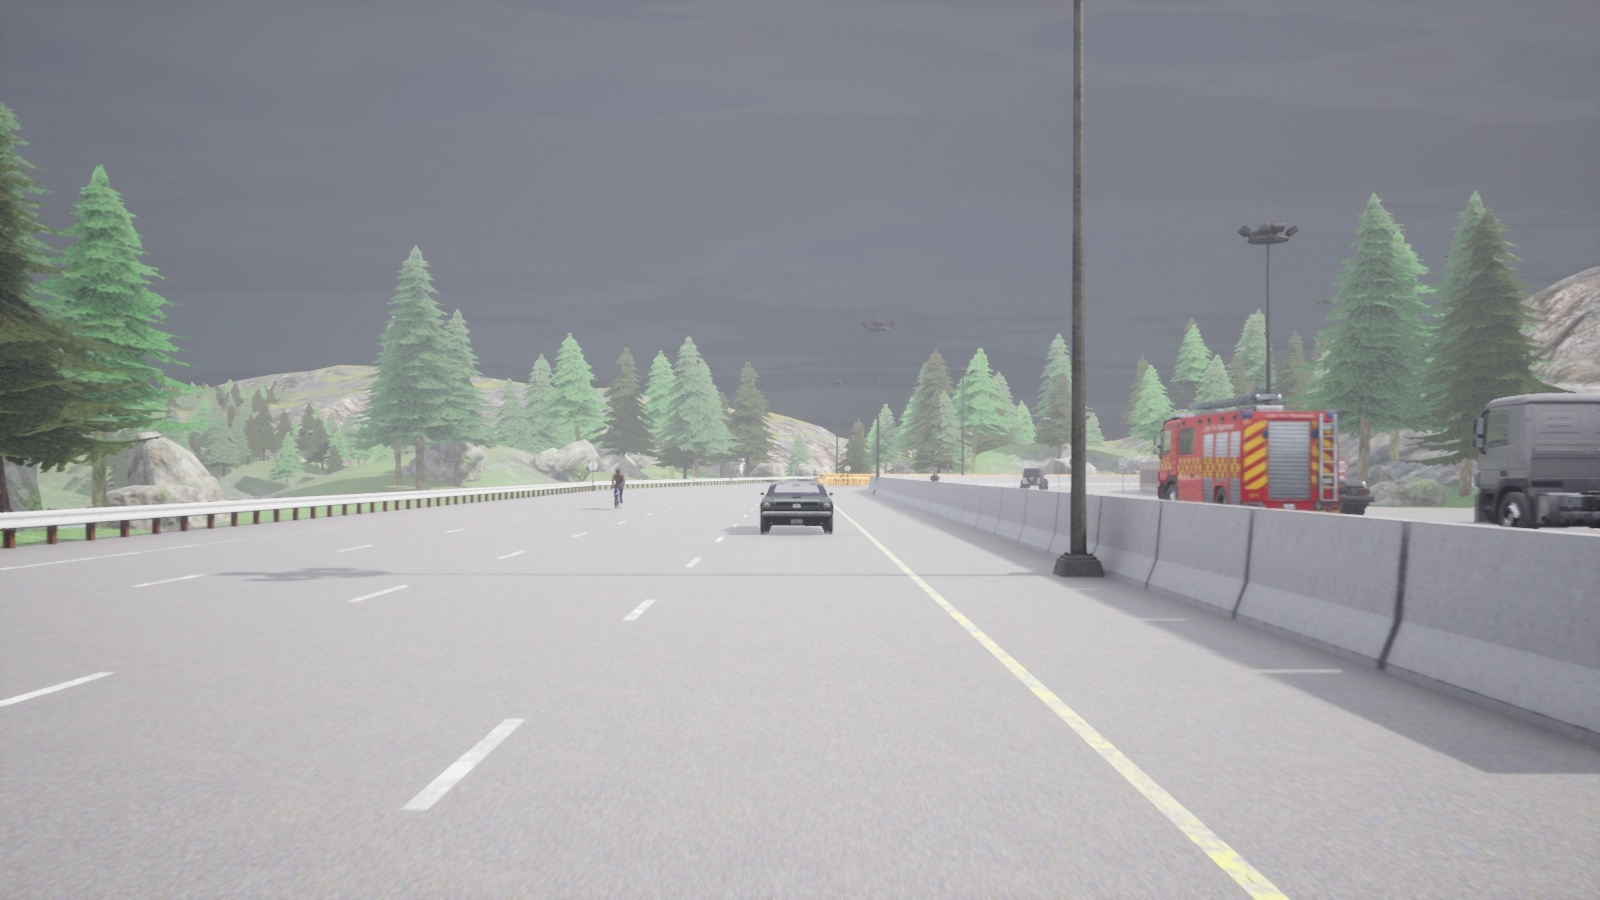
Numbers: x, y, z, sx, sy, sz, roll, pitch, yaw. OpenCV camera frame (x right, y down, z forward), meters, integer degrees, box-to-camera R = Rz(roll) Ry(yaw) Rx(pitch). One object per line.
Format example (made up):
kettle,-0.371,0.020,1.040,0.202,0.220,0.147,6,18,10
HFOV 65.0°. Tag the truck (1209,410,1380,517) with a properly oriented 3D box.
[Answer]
truck,17.371,0.513,44.815,2.891,3.462,7.936,0,-1,0

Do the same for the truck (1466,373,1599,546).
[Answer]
truck,17.435,0.200,26.128,2.891,3.462,7.936,0,-1,0

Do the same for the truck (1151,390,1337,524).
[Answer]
truck,13.894,0.267,40.156,2.891,3.827,8.468,0,-1,0

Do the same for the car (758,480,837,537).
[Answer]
car,-0.073,1.458,32.397,1.895,1.301,4.718,0,-1,0
